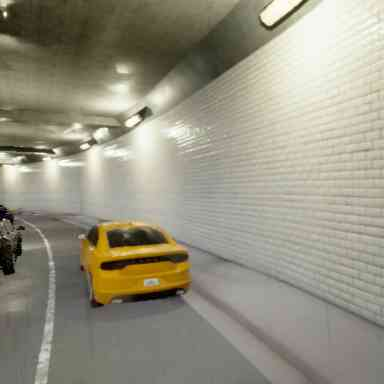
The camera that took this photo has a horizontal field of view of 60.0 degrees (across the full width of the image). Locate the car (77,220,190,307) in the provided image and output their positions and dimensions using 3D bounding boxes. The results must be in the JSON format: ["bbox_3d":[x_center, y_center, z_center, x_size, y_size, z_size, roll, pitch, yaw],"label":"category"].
[{"bbox_3d":[-1.661,1.430,8.134,1.882,1.535,5.008,-1,1,-22],"label":"car"}]

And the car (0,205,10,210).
[{"bbox_3d":[-14.172,1.614,23.998,1.994,1.385,4.181,-1,1,-35],"label":"car"}]

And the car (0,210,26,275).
[{"bbox_3d":[-6.308,1.528,10.078,1.837,1.490,4.892,-1,0,-24],"label":"car"}]
